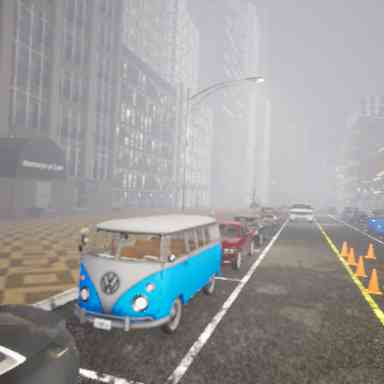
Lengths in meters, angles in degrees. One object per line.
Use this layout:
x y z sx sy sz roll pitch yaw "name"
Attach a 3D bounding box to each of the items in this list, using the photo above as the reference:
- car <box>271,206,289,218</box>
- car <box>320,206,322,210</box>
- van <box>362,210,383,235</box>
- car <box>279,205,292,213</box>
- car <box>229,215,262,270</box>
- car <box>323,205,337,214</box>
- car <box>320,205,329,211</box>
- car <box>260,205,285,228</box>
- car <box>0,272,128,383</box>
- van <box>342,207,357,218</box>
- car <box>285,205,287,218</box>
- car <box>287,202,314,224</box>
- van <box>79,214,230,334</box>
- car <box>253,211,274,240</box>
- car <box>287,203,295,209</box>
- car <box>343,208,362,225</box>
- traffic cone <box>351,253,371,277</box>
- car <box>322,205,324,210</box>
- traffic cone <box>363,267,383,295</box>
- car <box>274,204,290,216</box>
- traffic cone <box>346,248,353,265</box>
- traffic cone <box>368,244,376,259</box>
11.497 2.555 43.375 2.008 1.369 4.403 2 -1 18 "car"
31.582 3.885 77.621 1.752 1.417 4.829 2 -1 18 "car"
14.279 2.282 25.018 1.690 1.788 3.998 2 -1 18 "van"
16.674 2.991 59.108 1.947 1.339 4.313 2 -1 18 "car"
1.141 1.718 11.909 1.887 1.381 4.507 2 -1 18 "car"
28.077 3.633 66.970 1.947 1.339 4.313 2 -1 18 "car"
34.980 4.192 87.948 1.887 1.381 4.507 2 -1 18 "car"
6.324 2.025 27.644 1.967 1.590 4.097 2 -1 18 "car"
-2.311 1.455 1.420 2.008 1.369 4.403 2 -1 18 "car"
19.457 2.701 40.750 1.690 1.788 3.998 2 -1 18 "van"
9.771 2.414 38.130 2.008 1.369 4.403 2 -1 18 "car"
11.452 2.130 34.845 2.150 2.045 5.566 3 -1 19 "car"
-0.576 1.380 6.666 1.690 1.788 3.998 2 -1 18 "van"
2.866 1.876 17.153 1.947 1.339 4.313 2 -1 18 "car"
27.029 3.857 90.575 1.947 1.339 4.313 2 -1 18 "car"
17.722 2.764 35.504 1.887 1.381 4.507 2 -1 18 "car"
5.267 2.313 10.381 0.340 0.580 0.340 3 -1 18 "traffic cone"
29.857 3.740 72.376 1.752 1.417 4.829 2 -1 18 "car"
4.641 2.264 8.482 0.340 0.580 0.340 3 -1 18 "traffic cone"
13.228 2.584 48.621 1.967 1.590 4.097 2 -1 18 "car"
5.892 2.362 12.280 0.340 0.580 0.340 3 -1 18 "traffic cone"
7.465 2.454 13.866 0.340 0.580 0.340 3 -1 18 "traffic cone"
